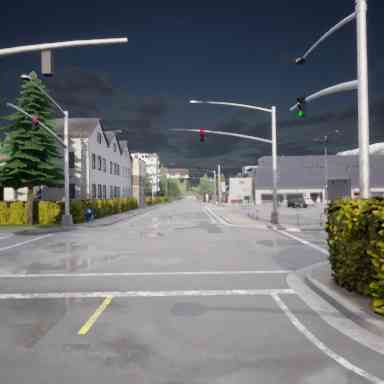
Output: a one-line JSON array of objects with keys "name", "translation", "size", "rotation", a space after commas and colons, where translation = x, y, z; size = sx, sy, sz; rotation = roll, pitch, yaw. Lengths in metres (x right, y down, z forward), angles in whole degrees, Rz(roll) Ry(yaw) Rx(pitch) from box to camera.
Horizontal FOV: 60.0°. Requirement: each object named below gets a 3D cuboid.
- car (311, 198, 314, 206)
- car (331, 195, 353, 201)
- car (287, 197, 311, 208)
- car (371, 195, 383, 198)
[{"name": "car", "translation": [19.090, 1.572, 56.182], "size": [1.970, 1.475, 3.806], "rotation": [-1, -1, 0]}, {"name": "car", "translation": [25.504, 1.398, 56.519], "size": [2.152, 1.636, 5.027], "rotation": [-1, -1, 0]}, {"name": "car", "translation": [15.442, 1.628, 49.125], "size": [2.007, 1.523, 4.514], "rotation": [-1, -1, 0]}, {"name": "car", "translation": [19.127, 1.183, 31.256], "size": [1.905, 1.878, 3.866], "rotation": [-1, -1, 0]}]
